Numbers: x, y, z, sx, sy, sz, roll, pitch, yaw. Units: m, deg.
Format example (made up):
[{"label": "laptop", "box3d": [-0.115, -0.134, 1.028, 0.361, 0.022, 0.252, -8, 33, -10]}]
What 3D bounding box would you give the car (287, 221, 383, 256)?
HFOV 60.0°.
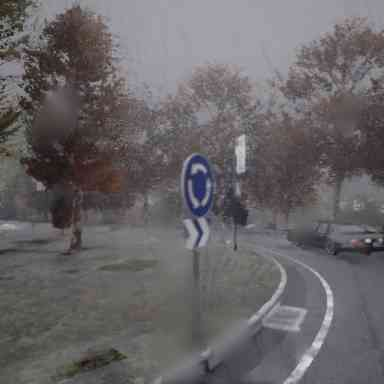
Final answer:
[{"label": "car", "box3d": [6.463, 2.053, 15.616, 2.033, 1.411, 5.357, 0, -2, -11]}]
